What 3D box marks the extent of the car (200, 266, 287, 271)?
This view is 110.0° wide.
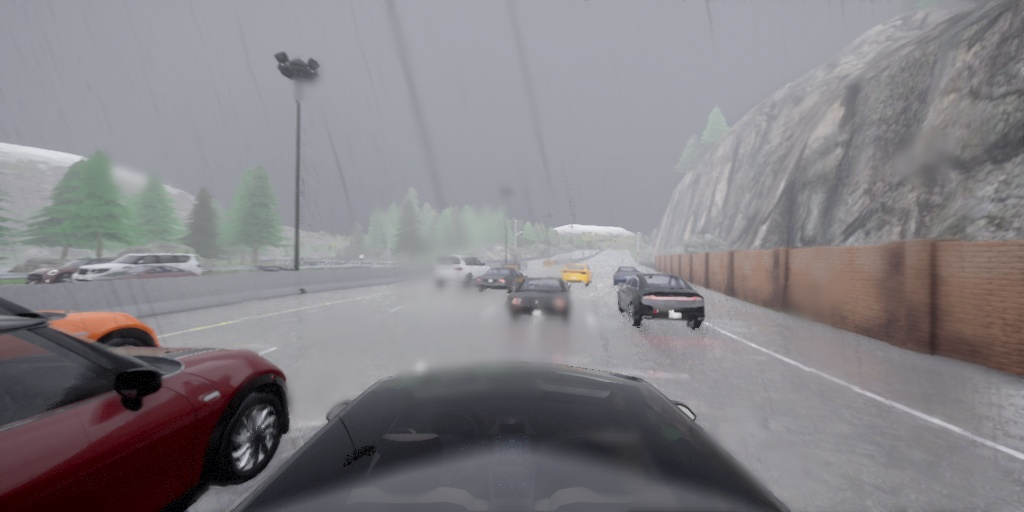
[{"bbox_3d":[-15.042,1.261,21.232,1.895,1.301,4.718,1,0,14],"label":"car"}]

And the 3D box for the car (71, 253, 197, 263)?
[{"bbox_3d":[-22.146,0.814,21.624,2.150,2.045,5.566,0,0,13],"label":"car"}]

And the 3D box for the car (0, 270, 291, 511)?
[{"bbox_3d":[-3.270,1.071,1.769,2.097,1.767,4.553,1,0,0],"label":"car"}]

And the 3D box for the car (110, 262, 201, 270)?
[{"bbox_3d":[-19.114,1.178,18.871,1.994,1.385,4.181,0,0,12],"label":"car"}]

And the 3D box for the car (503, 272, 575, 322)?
[{"bbox_3d":[1.138,1.392,12.557,1.895,1.301,4.718,1,0,10],"label":"car"}]

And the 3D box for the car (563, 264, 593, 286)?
[{"bbox_3d":[4.951,1.346,26.928,1.882,1.535,5.008,0,0,16],"label":"car"}]

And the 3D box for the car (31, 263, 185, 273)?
[{"bbox_3d":[-6.709,1.043,3.833,2.097,1.767,4.553,1,0,1],"label":"car"}]

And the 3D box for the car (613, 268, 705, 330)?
[{"bbox_3d":[4.571,1.315,11.590,2.128,1.511,4.902,0,0,9],"label":"car"}]

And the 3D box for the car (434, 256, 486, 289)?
[{"bbox_3d":[-3.189,1.003,24.040,2.150,2.045,5.566,0,0,16],"label":"car"}]

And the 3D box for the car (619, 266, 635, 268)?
[{"bbox_3d":[8.626,1.468,26.925,1.994,1.385,4.181,1,0,17],"label":"car"}]

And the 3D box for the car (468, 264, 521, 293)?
[{"bbox_3d":[-0.433,1.348,20.999,2.033,1.411,5.357,1,0,16],"label":"car"}]

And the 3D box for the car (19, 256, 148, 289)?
[{"bbox_3d":[-25.639,0.911,21.754,2.097,1.767,4.553,1,0,13],"label":"car"}]
